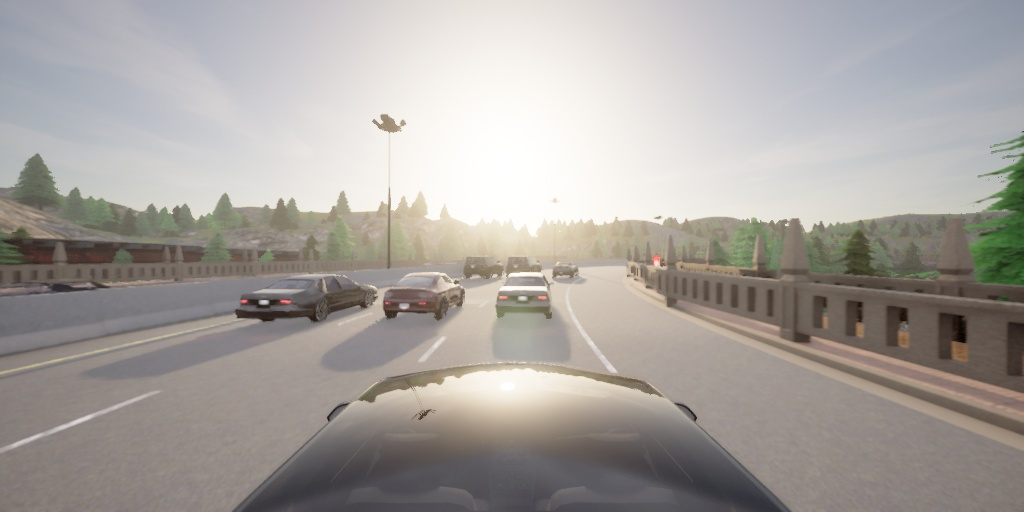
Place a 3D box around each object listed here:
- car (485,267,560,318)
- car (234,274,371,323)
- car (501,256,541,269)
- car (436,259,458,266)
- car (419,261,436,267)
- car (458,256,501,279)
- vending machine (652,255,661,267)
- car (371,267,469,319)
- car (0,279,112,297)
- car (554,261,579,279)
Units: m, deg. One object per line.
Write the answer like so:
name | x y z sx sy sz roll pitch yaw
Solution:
car | 0.547 1.305 13.137 2.033 1.411 5.357 0 0 5
car | -6.542 1.311 12.252 2.033 1.411 5.357 0 0 5
car | 1.156 0.990 32.841 2.150 2.045 5.566 0 0 18
car | -7.715 1.191 48.681 2.097 1.767 4.553 0 0 26
car | -11.041 1.422 49.806 1.994 1.385 4.181 0 0 26
car | -2.513 1.003 32.864 2.150 2.045 5.566 0 0 17
vending machine | 15.800 0.900 39.175 1.100 2.100 0.880 0 0 26
car | -2.963 1.287 12.710 1.812 1.442 4.674 0 0 4
car | -13.824 1.367 10.400 1.895 1.301 4.718 0 0 3
car | 5.042 1.245 33.306 2.128 1.511 4.902 0 0 19
